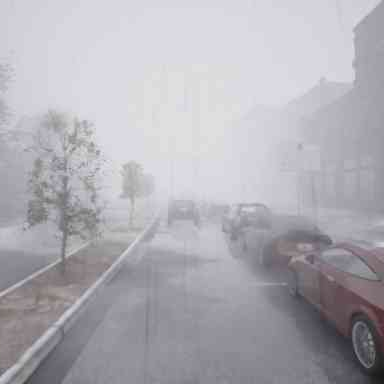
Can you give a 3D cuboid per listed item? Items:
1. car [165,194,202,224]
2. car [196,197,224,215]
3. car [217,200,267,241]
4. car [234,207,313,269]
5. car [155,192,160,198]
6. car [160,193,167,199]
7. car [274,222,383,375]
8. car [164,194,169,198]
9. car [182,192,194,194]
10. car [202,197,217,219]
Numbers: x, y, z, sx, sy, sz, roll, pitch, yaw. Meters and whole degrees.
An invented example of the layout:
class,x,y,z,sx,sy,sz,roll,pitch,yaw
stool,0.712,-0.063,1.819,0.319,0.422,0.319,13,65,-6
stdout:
class,x,y,z,sx,sy,sz,roll,pitch,yaw
car,-0.693,1.263,24.242,2.097,1.767,4.553,0,0,-3
car,1.692,1.358,33.207,2.097,1.535,5.008,0,0,-4
car,2.709,1.301,16.531,2.185,1.767,4.553,0,0,-2
car,2.904,1.476,11.034,2.163,1.488,4.792,0,0,-1
car,-7.855,0.921,89.547,2.163,1.488,4.792,0,1,-14
car,-6.098,0.961,82.728,1.946,1.575,5.366,0,1,-13
car,3.009,1.504,5.432,2.002,1.452,4.674,0,0,-1
car,-2.140,1.318,42.149,2.128,1.511,4.902,0,0,-6
car,-0.006,1.264,50.007,1.946,1.575,5.366,0,0,-7
car,2.102,1.384,27.660,2.231,1.521,4.892,0,0,-3
